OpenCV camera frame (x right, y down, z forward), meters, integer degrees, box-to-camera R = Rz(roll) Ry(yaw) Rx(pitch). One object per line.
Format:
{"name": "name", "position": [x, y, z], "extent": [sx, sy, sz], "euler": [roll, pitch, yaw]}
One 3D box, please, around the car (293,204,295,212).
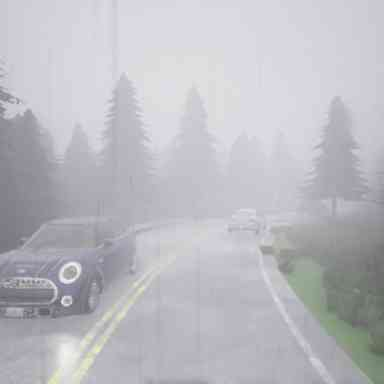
{"name": "car", "position": [15.895, 2.145, 47.403], "extent": [1.837, 1.490, 4.892], "euler": [3, 0, 35]}

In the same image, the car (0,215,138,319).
{"name": "car", "position": [-2.759, 1.418, 7.788], "extent": [2.097, 1.767, 4.553], "euler": [0, 0, 5]}

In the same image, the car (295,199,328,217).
{"name": "car", "position": [14.547, 1.853, 39.581], "extent": [2.150, 2.045, 5.566], "euler": [3, 0, 36]}

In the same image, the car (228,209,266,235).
{"name": "car", "position": [3.508, 1.766, 20.809], "extent": [1.812, 1.442, 4.674], "euler": [1, 0, 19]}
